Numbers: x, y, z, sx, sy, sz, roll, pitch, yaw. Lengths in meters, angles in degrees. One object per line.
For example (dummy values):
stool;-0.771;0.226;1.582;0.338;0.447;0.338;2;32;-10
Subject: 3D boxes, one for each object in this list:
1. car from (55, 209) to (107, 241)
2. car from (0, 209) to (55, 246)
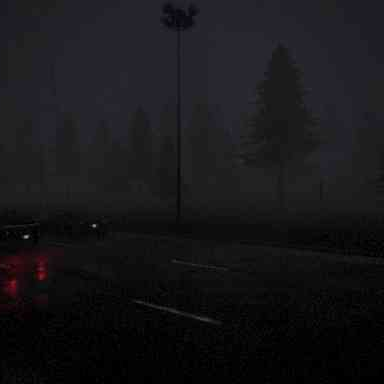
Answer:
car;-6.259;1.570;16.932;4.181;1.385;1.994;0;0;36
car;-8.292;1.492;14.083;4.902;1.511;2.128;0;0;36
